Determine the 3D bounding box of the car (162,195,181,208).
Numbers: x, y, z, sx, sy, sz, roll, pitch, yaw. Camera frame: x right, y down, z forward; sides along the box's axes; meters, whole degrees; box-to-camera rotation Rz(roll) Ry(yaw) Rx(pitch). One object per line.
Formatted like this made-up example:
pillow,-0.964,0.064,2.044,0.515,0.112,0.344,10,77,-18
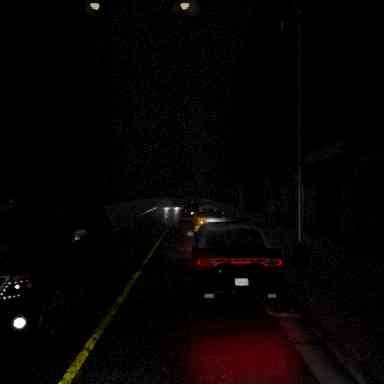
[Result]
car,-3.080,1.596,50.499,1.812,1.442,4.674,0,0,0

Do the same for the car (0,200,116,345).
car,-3.099,1.224,6.744,2.150,2.045,5.566,0,0,0

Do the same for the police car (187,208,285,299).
police car,0.903,1.430,8.619,1.930,1.638,5.238,0,0,0

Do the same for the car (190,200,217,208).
car,0.906,1.468,18.701,1.801,1.575,5.366,0,0,0

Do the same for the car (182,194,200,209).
car,0.030,1.413,46.599,2.097,1.767,4.553,0,0,0

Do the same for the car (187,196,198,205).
car,0.019,1.573,60.343,1.882,1.535,5.008,0,0,0
